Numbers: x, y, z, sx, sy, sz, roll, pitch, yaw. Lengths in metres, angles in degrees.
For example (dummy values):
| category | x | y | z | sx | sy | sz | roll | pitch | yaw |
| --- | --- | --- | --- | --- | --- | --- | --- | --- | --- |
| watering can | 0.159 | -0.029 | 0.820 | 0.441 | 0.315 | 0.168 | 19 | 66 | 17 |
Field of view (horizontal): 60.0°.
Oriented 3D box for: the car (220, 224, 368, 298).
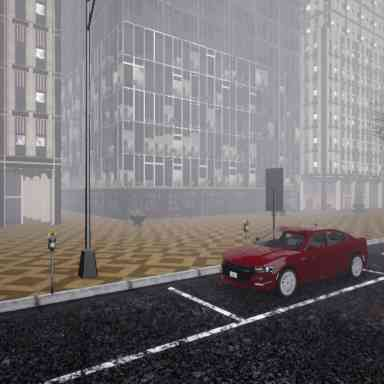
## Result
| category | x | y | z | sx | sy | sz | roll | pitch | yaw |
| --- | --- | --- | --- | --- | --- | --- | --- | --- | --- |
| car | 2.724 | 1.545 | 8.515 | 4.507 | 1.381 | 1.887 | 0 | 0 | -36 |
